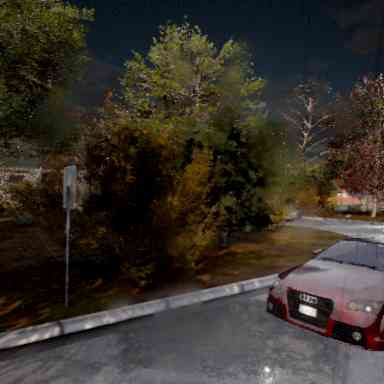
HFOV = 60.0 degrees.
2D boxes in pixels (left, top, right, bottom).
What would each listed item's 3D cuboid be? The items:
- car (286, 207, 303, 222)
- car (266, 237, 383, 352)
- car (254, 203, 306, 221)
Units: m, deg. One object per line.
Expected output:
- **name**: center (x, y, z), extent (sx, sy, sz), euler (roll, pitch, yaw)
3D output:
- **car**: center (6.012, 1.685, 26.531), extent (1.895, 1.301, 4.718), euler (1, -1, -38)
- **car**: center (3.313, 1.571, 6.111), extent (4.181, 1.385, 1.994), euler (0, 0, -37)
- **car**: center (7.750, 1.702, 29.693), extent (1.994, 1.385, 4.181), euler (1, -1, -35)
